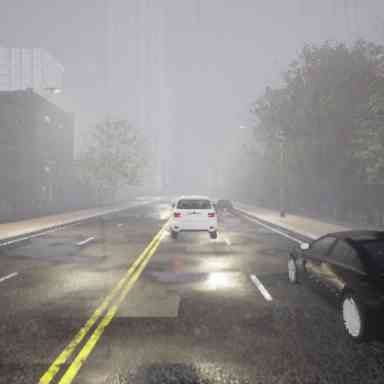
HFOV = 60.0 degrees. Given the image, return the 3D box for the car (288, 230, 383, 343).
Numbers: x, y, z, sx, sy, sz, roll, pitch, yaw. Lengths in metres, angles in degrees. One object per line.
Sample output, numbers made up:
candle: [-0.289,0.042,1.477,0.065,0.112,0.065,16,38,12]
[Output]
car: [3.350,1.478,6.460,1.882,1.535,5.008,0,0,0]

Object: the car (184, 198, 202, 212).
car: [0.105,1.551,40.586,2.033,1.411,5.357,0,0,0]

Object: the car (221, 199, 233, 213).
car: [3.354,1.507,36.158,1.837,1.490,4.892,0,0,0]

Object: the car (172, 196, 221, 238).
car: [0.102,1.223,17.759,2.150,2.045,5.566,0,0,0]
